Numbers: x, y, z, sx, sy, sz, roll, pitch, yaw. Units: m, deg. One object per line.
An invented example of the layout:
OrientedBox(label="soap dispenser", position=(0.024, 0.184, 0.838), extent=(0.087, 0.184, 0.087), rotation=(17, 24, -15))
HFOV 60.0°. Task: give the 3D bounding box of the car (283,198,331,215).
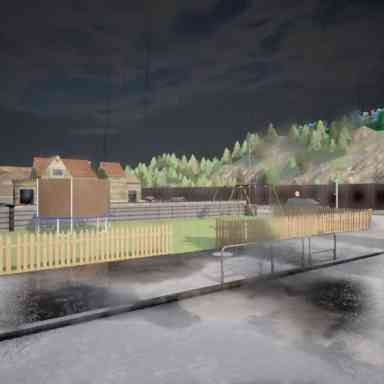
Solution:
OrientedBox(label="car", position=(10.950, 1.352, 31.735), extent=(2.097, 1.767, 4.553), rotation=(0, 0, -36))

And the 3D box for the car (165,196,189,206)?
OrientedBox(label="car", position=(-2.641, 1.505, 57.818), extent=(1.837, 1.490, 4.892), rotation=(0, 0, -35))

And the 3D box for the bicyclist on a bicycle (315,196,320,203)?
OrientedBox(label="bicyclist on a bicycle", position=(15.152, 1.349, 40.287), extent=(1.656, 1.620, 0.582), rotation=(0, 0, -36))

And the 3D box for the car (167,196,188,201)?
OrientedBox(label="car", position=(-1.971, 1.601, 49.788), extent=(1.895, 1.301, 4.718), rotation=(0, 0, -35))

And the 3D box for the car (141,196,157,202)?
OrientedBox(label="car", position=(-8.755, 1.526, 66.256), extent=(1.812, 1.442, 4.674), rotation=(0, 0, -36))
